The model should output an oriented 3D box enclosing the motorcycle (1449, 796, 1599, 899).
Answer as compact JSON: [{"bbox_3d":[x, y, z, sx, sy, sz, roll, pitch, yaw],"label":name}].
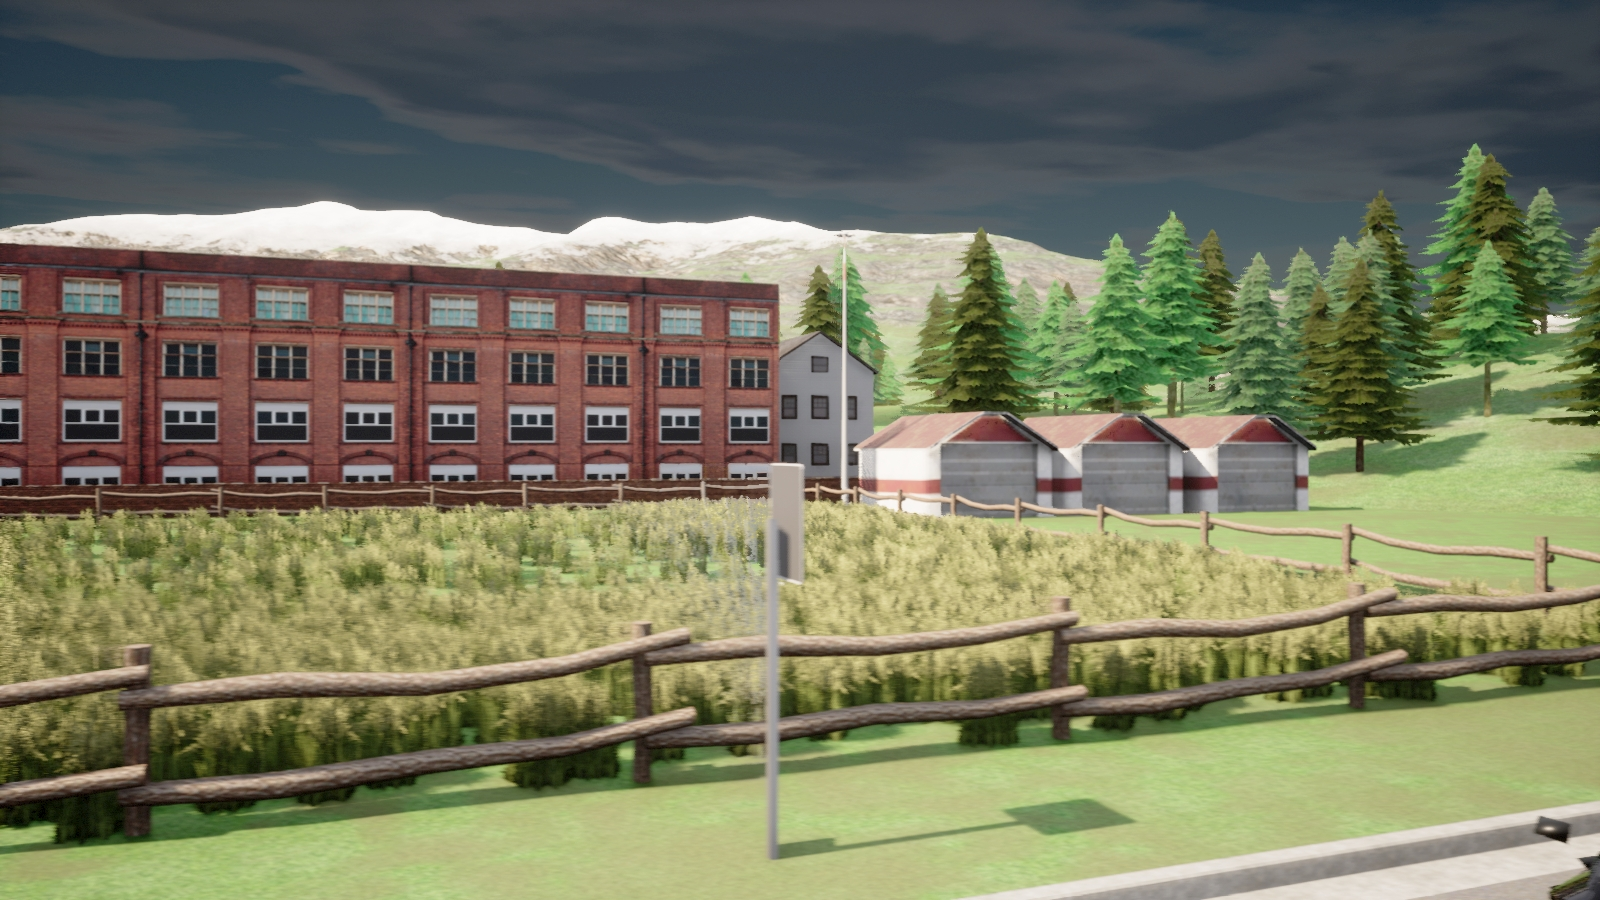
[{"bbox_3d":[3.954,2.201,4.852,2.209,1.251,0.867,0,0,-20],"label":"motorcycle"}]
